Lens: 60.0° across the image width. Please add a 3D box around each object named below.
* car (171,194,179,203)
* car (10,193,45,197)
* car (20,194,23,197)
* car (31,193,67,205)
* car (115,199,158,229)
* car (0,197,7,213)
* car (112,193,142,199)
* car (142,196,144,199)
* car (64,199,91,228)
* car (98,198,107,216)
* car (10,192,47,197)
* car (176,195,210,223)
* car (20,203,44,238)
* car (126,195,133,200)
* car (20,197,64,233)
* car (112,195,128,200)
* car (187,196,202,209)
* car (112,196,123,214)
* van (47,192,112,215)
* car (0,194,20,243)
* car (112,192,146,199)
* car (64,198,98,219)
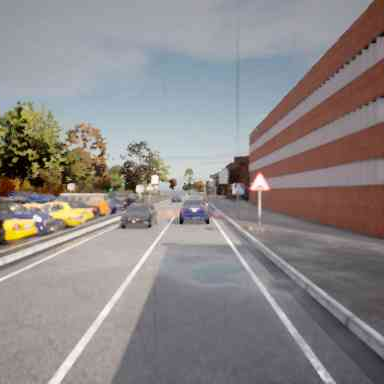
[{"bbox_3d":[-2.848,1.228,62.364,1.837,1.490,4.892,0,1,1],"label":"car"},{"bbox_3d":[-21.904,1.261,42.273,4.892,1.521,2.231,0,0,0],"label":"car"},{"bbox_3d":[-21.889,1.296,36.627,4.892,1.521,2.231,0,0,0],"label":"car"},{"bbox_3d":[-21.837,1.067,50.752,4.553,1.767,2.185,0,0,0],"label":"car"},{"bbox_3d":[-3.291,1.439,21.318,1.837,1.490,4.892,0,0,0],"label":"car"},{"bbox_3d":[-21.887,1.311,33.803,5.008,1.535,2.097,0,0,0],"label":"car"},{"bbox_3d":[-9.320,1.260,42.360,5.008,1.535,2.097,0,0,0],"label":"car"},{"bbox_3d":[-9.323,1.281,45.188,4.674,1.452,2.002,0,0,0],"label":"car"},{"bbox_3d":[-9.136,1.389,19.755,5.366,1.575,1.946,0,0,0],"label":"car"},{"bbox_3d":[-9.320,1.400,25.407,4.674,1.452,2.002,0,0,0],"label":"car"},{"bbox_3d":[-21.871,0.991,44.972,5.566,2.045,2.435,0,0,0],"label":"car"},{"bbox_3d":[0.176,1.269,24.737,2.097,1.767,4.553,0,0,0],"label":"car"},{"bbox_3d":[-9.506,1.421,14.104,5.366,1.575,1.946,0,0,0],"label":"car"},{"bbox_3d":[-9.322,1.335,36.710,4.674,1.452,2.002,0,0,0],"label":"car"},{"bbox_3d":[-9.353,1.283,16.929,4.553,1.767,2.185,0,0,0],"label":"car"},{"bbox_3d":[-9.327,1.351,33.884,4.674,1.452,2.002,0,0,0],"label":"car"},{"bbox_3d":[0.310,1.342,42.905,1.837,1.490,4.892,0,0,1],"label":"car"},{"bbox_3d":[-9.294,1.357,31.058,4.792,1.488,2.163,0,0,0],"label":"car"},{"bbox_3d":[-9.440,1.118,28.231,4.442,1.987,1.878,0,0,0],"label":"van"},{"bbox_3d":[-9.349,1.189,11.276,5.566,2.045,2.435,0,0,0],"label":"car"},{"bbox_3d":[-9.298,0.969,48.011,5.566,2.045,2.435,0,0,0],"label":"car"},{"bbox_3d":[-9.508,1.373,22.581,5.366,1.575,1.946,0,0,0],"label":"car"}]
